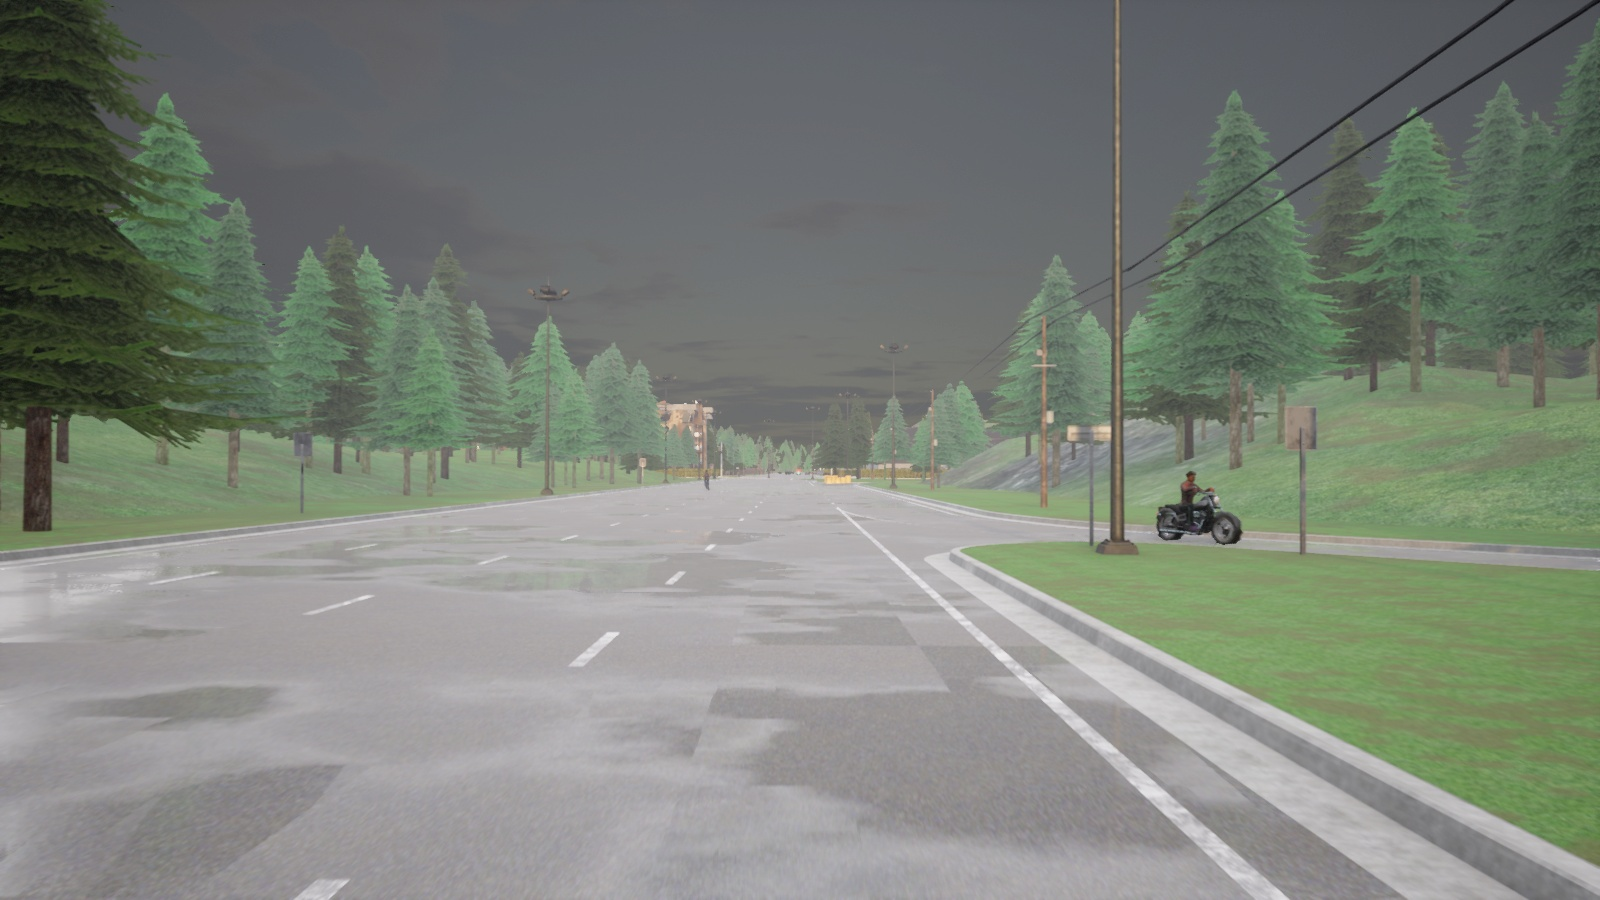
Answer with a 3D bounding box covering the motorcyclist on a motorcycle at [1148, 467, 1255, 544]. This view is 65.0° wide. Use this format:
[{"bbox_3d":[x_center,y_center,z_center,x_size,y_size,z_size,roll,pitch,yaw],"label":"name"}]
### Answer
[{"bbox_3d":[8.860,1.195,27.813,0.766,1.649,2.350,1,-1,-29],"label":"motorcyclist on a motorcycle"}]
